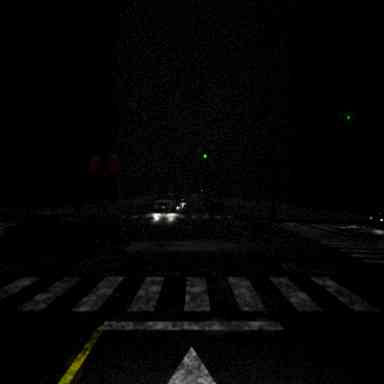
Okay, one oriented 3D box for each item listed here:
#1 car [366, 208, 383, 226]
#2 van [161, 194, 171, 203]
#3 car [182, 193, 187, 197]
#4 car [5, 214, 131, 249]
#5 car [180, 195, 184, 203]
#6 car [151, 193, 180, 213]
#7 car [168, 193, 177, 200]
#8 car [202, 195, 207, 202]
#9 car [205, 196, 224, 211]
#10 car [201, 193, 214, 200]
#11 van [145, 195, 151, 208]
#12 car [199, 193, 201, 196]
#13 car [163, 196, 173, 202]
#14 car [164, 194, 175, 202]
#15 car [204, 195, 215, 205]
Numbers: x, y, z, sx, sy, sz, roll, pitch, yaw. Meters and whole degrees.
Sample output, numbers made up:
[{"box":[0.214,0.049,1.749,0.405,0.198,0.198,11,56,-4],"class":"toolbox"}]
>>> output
[{"box":[15.561,1.531,23.761,5.566,2.045,2.150,1,0,0],"class":"car"},{"box":[-5.359,1.334,68.198,1.690,1.788,3.998,0,0,0],"class":"van"},{"box":[-2.611,1.485,67.939,1.837,1.490,4.892,0,0,1],"class":"car"},{"box":[-5.015,1.587,13.969,4.718,1.301,1.895,1,-1,0],"class":"car"},{"box":[-2.813,1.539,52.254,2.033,1.411,5.357,0,0,1],"class":"car"},{"box":[-2.955,1.209,37.745,2.150,2.045,5.566,0,1,1],"class":"car"},{"box":[-5.172,1.309,90.248,2.192,1.841,5.009,0,0,0],"class":"car"},{"box":[3.024,1.542,51.591,2.008,1.369,4.403,0,0,0],"class":"car"},{"box":[2.931,1.543,40.565,2.008,1.369,4.403,0,0,0],"class":"car"},{"box":[3.072,1.307,57.104,2.192,1.841,5.009,0,0,0],"class":"car"},{"box":[-5.547,1.333,46.149,1.690,1.788,3.998,0,0,0],"class":"van"},{"box":[3.259,1.433,79.156,1.967,1.590,4.097,0,0,0],"class":"car"},{"box":[-5.313,1.538,73.711,1.887,1.381,4.507,0,0,0],"class":"car"},{"box":[-5.266,1.308,79.223,2.192,1.841,5.009,0,0,0],"class":"car"},{"box":[2.979,1.517,46.248,1.752,1.417,4.829,0,0,0],"class":"car"}]
